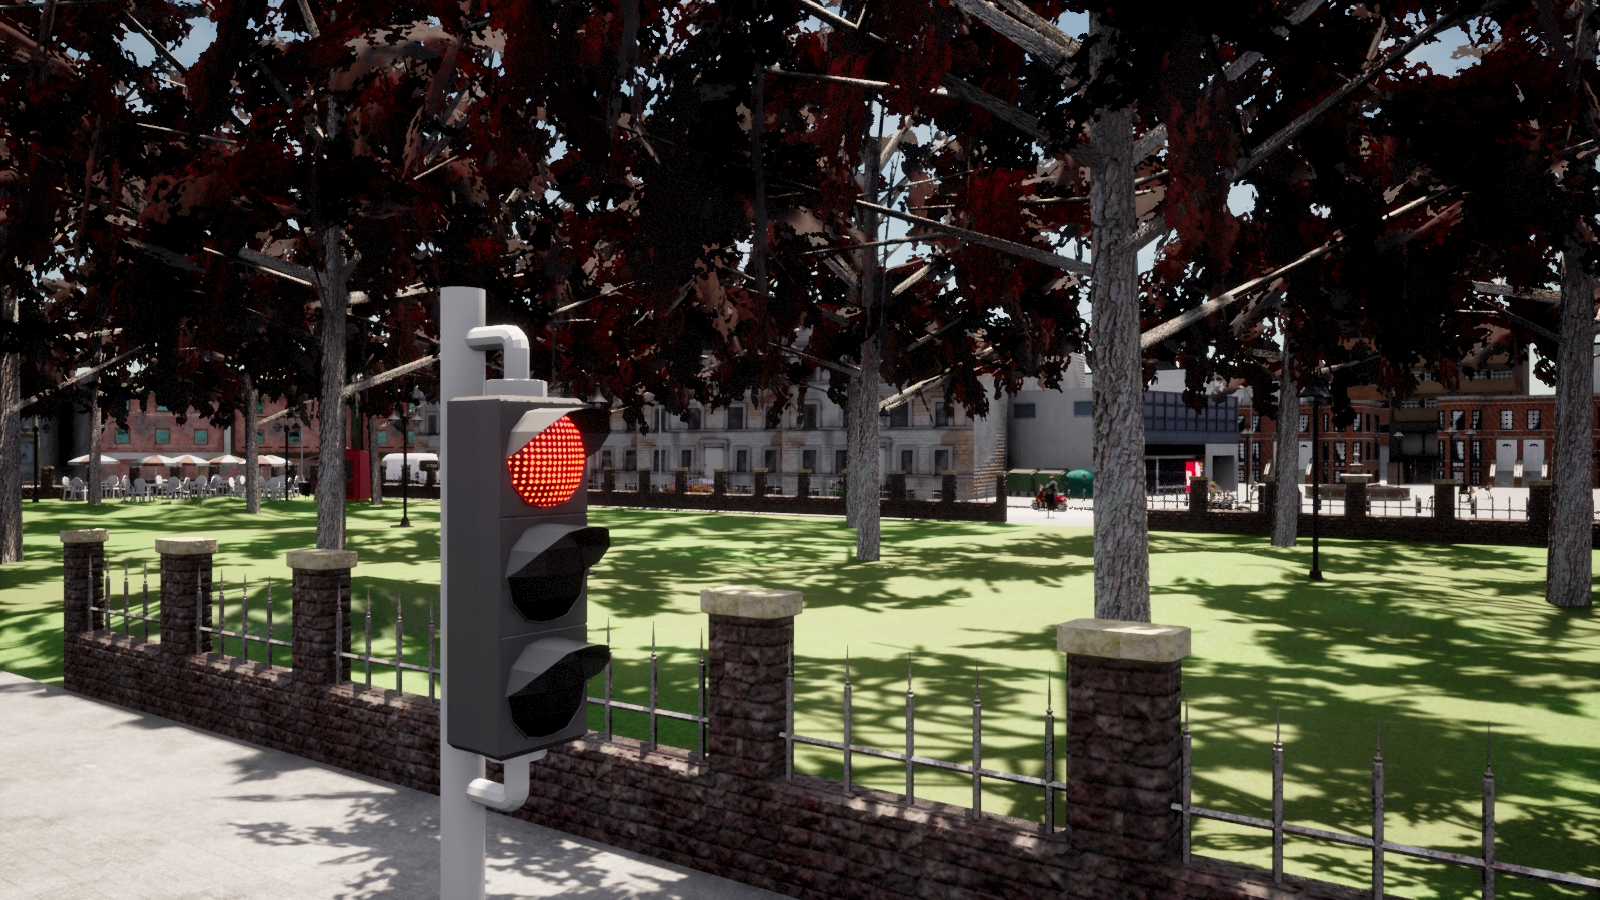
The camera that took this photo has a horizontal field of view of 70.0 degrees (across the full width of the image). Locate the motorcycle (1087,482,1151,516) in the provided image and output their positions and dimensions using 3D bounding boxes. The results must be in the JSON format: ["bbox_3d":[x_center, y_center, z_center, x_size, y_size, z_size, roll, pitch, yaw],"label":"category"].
[{"bbox_3d":[12.862,1.950,46.078,2.356,1.277,0.764,0,0,36],"label":"motorcycle"}]

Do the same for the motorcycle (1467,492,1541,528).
[{"bbox_3d":[23.573,1.994,38.282,2.033,1.145,0.803,-1,0,36],"label":"motorcycle"}]

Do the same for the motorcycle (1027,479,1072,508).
[{"bbox_3d":[11.384,1.962,52.066,1.805,1.236,0.856,0,0,36],"label":"motorcycle"}]

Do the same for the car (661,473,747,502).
[{"bbox_3d":[-4.976,1.898,59.044,4.181,1.385,1.994,0,0,36],"label":"car"}]
